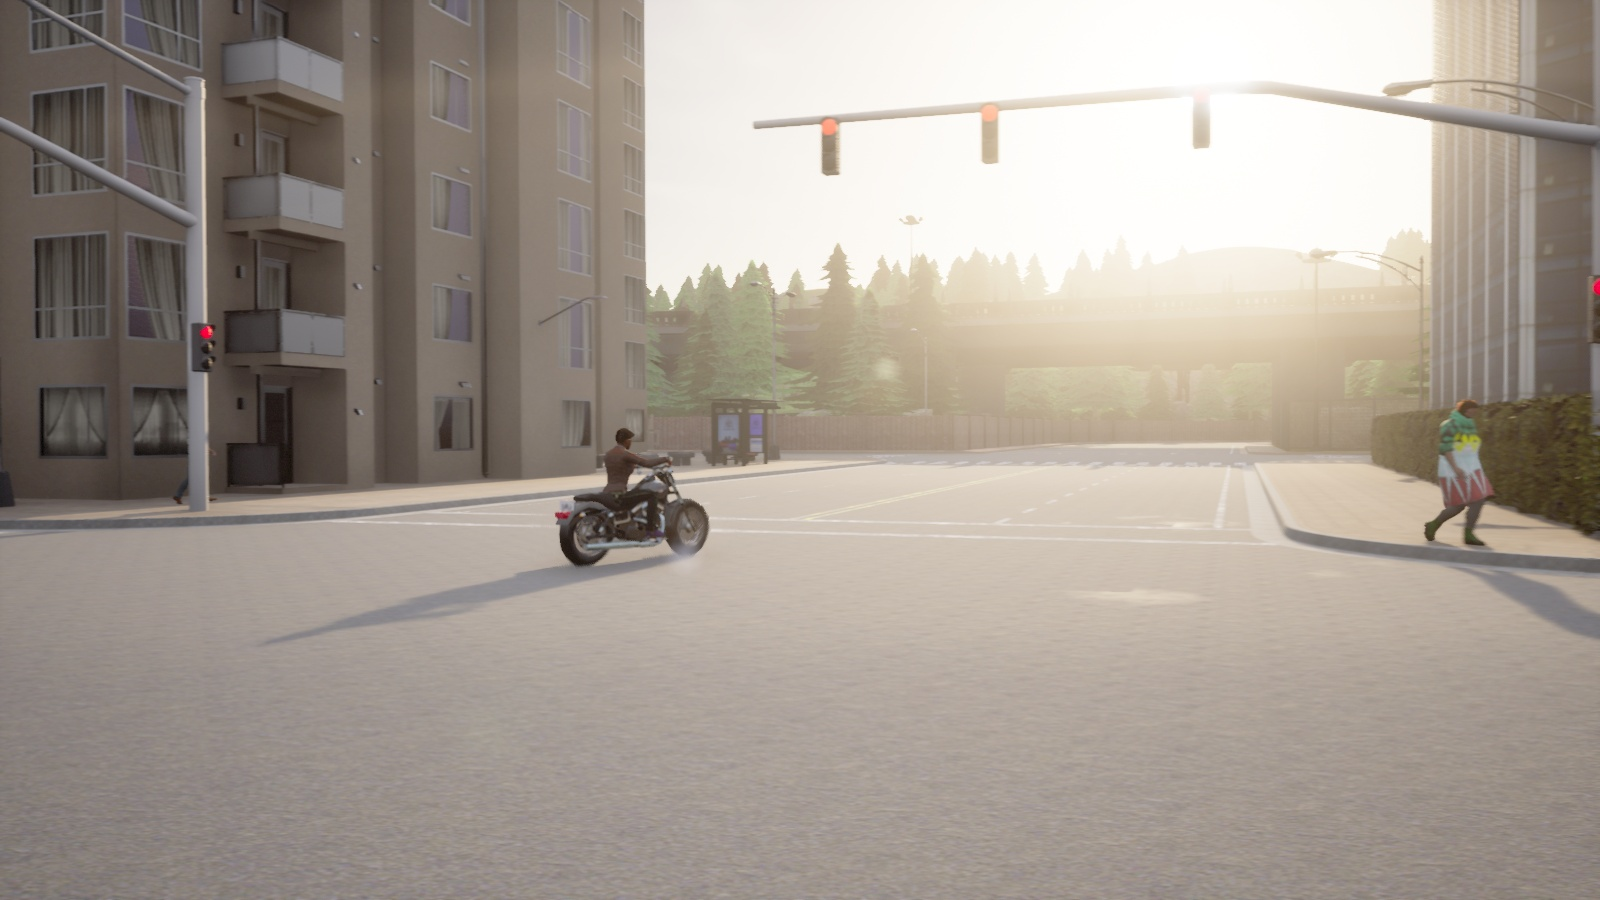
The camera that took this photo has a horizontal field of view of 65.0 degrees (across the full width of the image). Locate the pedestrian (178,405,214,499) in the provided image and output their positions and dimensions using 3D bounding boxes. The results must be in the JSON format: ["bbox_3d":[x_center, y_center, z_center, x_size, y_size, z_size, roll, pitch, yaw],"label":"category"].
[{"bbox_3d":[-11.983,0.041,24.924,0.594,1.836,0.345,0,1,-33],"label":"pedestrian"}]

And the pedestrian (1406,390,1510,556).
[{"bbox_3d":[7.991,0.263,15.269,0.659,1.952,0.873,0,1,-26],"label":"pedestrian"}]

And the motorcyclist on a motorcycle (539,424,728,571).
[{"bbox_3d":[-1.975,0.526,15.225,0.766,1.649,2.350,0,1,41],"label":"motorcyclist on a motorcycle"}]
